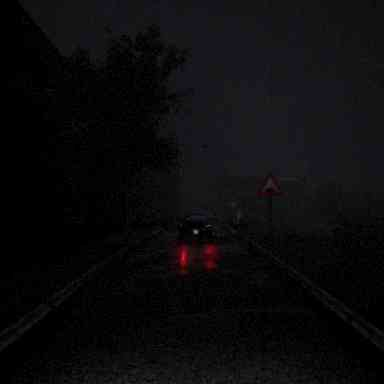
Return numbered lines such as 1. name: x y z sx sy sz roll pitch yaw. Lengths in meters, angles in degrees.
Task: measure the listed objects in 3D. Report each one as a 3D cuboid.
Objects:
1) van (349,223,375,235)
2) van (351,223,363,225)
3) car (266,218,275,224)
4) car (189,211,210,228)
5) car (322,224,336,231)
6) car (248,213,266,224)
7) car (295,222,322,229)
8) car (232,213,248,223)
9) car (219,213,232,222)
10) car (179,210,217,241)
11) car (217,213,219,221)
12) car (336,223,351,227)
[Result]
1. van: 34.606 7.586 67.878 1.878 1.987 4.442 8 -6 -29
2. van: 31.632 7.281 67.390 1.878 1.987 4.442 8 -6 -29
3. car: 13.666 5.686 64.647 1.946 1.575 5.366 8 -6 -30
4. car: 0.794 2.724 33.437 1.882 1.535 5.008 0 -4 4
5. car: 25.608 6.941 66.499 2.002 1.452 4.674 8 -6 -29
6. car: 10.833 5.126 63.965 2.435 2.045 5.566 8 -6 -30
7. car: 22.638 6.635 65.995 2.002 1.452 4.674 8 -6 -29
8. car: 7.836 4.941 63.412 2.185 1.767 4.553 7 -6 -30
9. car: 4.863 4.674 62.921 2.185 1.767 4.553 5 -6 -31
10. car: 0.231 1.928 19.066 1.812 1.442 4.674 0 -3 1
11. car: 1.983 4.363 62.342 2.435 2.045 5.566 3 -5 -30
12. car: 28.490 7.209 67.145 1.946 1.575 5.366 8 -6 -29
